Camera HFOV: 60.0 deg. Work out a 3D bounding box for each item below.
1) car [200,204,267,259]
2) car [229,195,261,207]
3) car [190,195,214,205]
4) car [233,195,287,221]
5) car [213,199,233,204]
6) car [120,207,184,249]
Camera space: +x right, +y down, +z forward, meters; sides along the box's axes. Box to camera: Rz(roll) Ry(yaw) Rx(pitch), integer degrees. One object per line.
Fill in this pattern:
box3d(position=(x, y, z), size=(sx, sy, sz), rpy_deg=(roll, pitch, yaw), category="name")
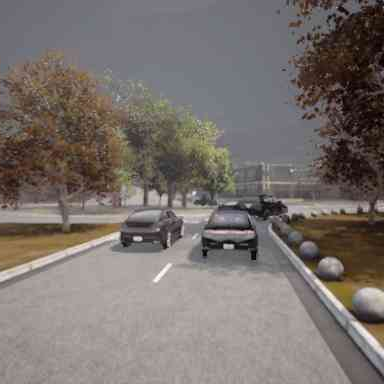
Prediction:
box3d(position=(1.406, 1.427, 12.404), size=(2.128, 1.511, 4.902), rpy_deg=(0, 0, 7), category="car")
box3d(position=(9.660, 1.589, 60.912), size=(2.150, 2.045, 5.566), rpy_deg=(1, -1, -42), category="car")
box3d(position=(2.423, 1.703, 63.046), size=(4.553, 1.767, 2.097), rpy_deg=(0, -1, 42), category="car")
box3d(position=(6.008, 1.252, 27.779), size=(2.150, 2.045, 5.566), rpy_deg=(-1, -1, 37), category="car")
box3d(position=(4.240, 1.523, 30.298), size=(1.882, 1.535, 5.008), rpy_deg=(-1, -1, 36), category="car")
box3d(position=(-1.552, 1.426, 14.257), size=(1.837, 1.490, 4.892), rpy_deg=(0, 0, 9), category="car")
